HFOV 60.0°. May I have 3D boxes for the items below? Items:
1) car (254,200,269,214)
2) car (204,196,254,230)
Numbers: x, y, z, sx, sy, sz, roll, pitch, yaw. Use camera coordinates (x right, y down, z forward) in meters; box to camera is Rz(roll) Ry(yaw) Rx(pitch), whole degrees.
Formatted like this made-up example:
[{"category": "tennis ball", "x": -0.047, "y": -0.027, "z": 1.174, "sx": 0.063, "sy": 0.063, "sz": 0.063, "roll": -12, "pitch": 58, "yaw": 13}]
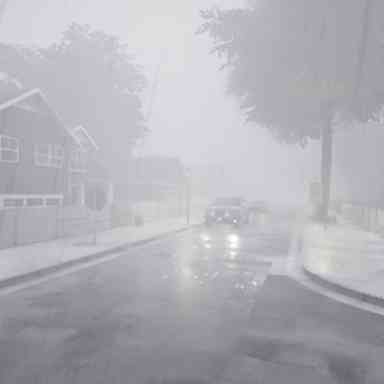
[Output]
[{"category": "car", "x": 7.502, "y": 1.623, "z": 37.416, "sx": 1.882, "sy": 1.535, "sz": 5.008, "roll": 1, "pitch": 0, "yaw": 19}, {"category": "car", "x": 2.491, "y": 1.285, "z": 22.431, "sx": 2.150, "sy": 2.045, "sz": 5.566, "roll": 1, "pitch": 0, "yaw": 18}]
